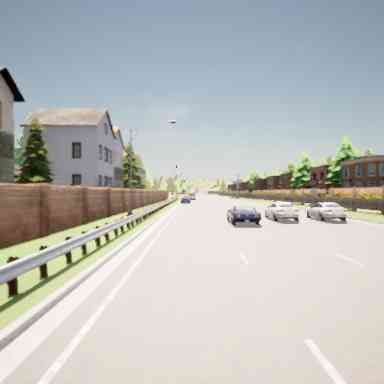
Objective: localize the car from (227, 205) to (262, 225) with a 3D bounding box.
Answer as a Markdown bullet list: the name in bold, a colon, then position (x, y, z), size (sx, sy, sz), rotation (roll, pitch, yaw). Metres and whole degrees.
- **car**: position (3.602, 1.601, 23.879), size (1.895, 1.301, 4.718), rotation (0, 0, 0)

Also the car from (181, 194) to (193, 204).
- **car**: position (-1.217, 1.526, 63.839), size (1.812, 1.442, 4.674), rotation (0, 0, 0)

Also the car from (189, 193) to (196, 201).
- **car**: position (0.012, 1.434, 80.770), size (1.895, 1.301, 4.718), rotation (0, 0, 0)

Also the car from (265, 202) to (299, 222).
- **car**: position (7.090, 1.526, 26.450), size (1.812, 1.442, 4.674), rotation (0, 0, 0)

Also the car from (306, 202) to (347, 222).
- **car**: position (10.590, 1.526, 26.390), size (1.812, 1.442, 4.674), rotation (0, 0, 0)
